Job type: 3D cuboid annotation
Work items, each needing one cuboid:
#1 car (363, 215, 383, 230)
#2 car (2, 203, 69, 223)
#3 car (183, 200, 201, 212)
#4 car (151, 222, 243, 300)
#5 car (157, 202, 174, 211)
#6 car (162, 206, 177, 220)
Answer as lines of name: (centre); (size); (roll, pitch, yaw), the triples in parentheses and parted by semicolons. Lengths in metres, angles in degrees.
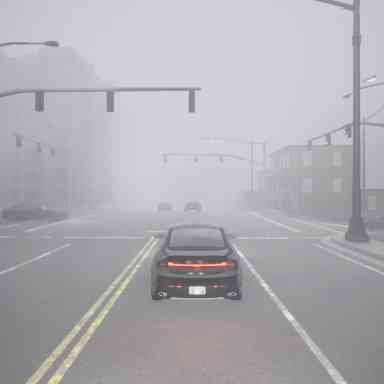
car: (16.047, 2.655, 28.228); (4.181, 1.385, 1.994); (8, 0, 0)
car: (-11.639, 1.524, 24.862); (4.674, 1.442, 1.812); (0, 0, 1)
car: (0.077, 1.664, 40.174); (1.812, 1.442, 4.674); (0, -4, 1)
car: (0.094, 1.505, 8.342); (1.837, 1.490, 4.892); (0, 0, 0)
car: (-3.633, 2.066, 45.578); (1.837, 1.490, 4.892); (0, -5, 0)
car: (-3.631, 3.521, 54.982); (2.128, 1.511, 4.902); (0, -12, 0)
